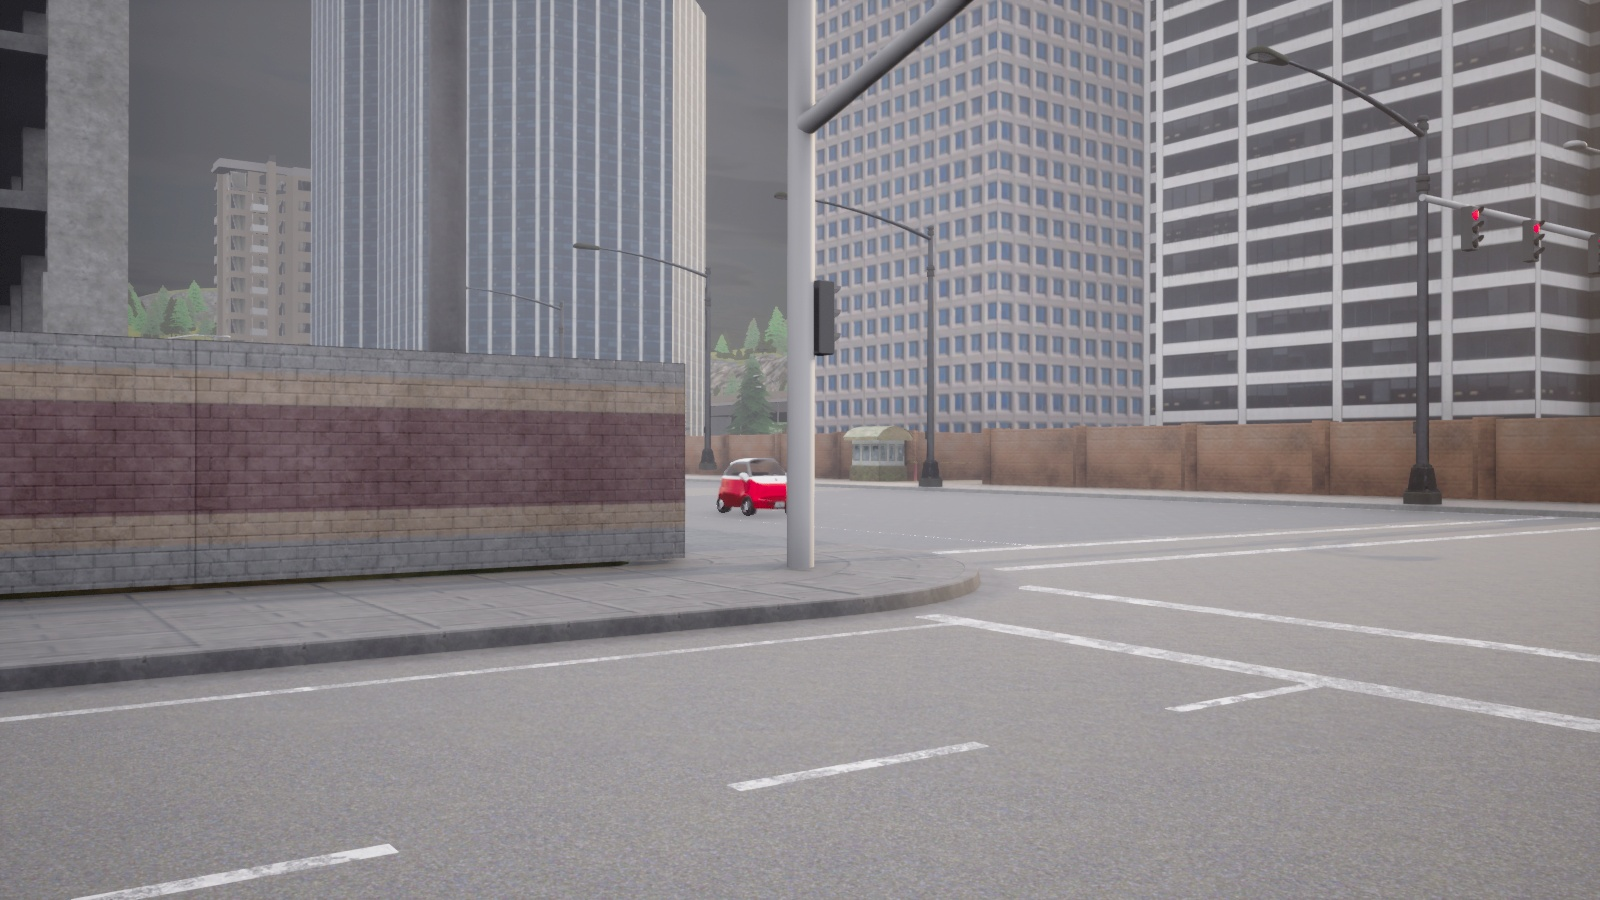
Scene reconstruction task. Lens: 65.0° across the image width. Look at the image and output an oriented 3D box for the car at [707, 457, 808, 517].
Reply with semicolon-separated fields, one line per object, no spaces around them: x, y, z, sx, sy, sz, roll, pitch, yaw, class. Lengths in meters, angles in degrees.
-1.040;0.876;30.404;1.481;1.376;2.207;0;-1;-35;car
